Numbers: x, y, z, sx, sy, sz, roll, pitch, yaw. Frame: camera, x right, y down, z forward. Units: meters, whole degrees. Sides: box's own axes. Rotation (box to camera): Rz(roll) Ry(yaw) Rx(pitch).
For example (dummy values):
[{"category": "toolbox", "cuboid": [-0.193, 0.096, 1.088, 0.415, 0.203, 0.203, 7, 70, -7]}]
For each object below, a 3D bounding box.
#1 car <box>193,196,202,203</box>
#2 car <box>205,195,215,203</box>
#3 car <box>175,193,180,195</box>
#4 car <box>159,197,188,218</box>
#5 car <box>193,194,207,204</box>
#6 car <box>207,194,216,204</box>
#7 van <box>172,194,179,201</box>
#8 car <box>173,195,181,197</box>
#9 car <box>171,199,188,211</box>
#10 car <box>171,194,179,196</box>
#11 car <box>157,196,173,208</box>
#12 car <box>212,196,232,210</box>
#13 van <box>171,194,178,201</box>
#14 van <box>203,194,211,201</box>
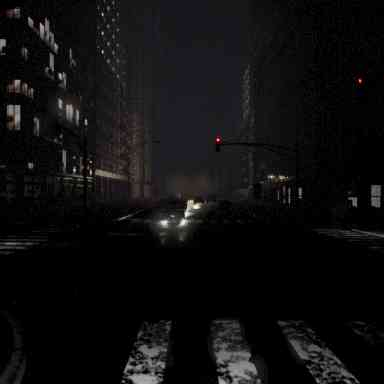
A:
[{"category": "car", "cuboid": [1.172, 1.528, 73.349, 2.033, 1.411, 5.357, 0, 0, 0]}, {"category": "car", "cuboid": [3.744, 1.432, 69.457, 1.967, 1.590, 4.097, 0, 0, 0]}, {"category": "car", "cuboid": [-4.160, 1.426, 74.949, 1.967, 1.590, 4.097, 0, 0, 0]}, {"category": "car", "cuboid": [-1.578, 1.496, 30.791, 1.882, 1.535, 5.008, 0, 0, 2]}, {"category": "car", "cuboid": [1.299, 1.526, 62.038, 1.812, 1.442, 4.674, 0, 0, -1]}, {"category": "car", "cuboid": [3.769, 1.313, 63.929, 2.192, 1.841, 5.009, 0, 0, 0]}, {"category": "van", "cuboid": [-4.210, 1.315, 86.004, 1.690, 1.788, 3.998, 0, 0, 0]}, {"category": "car", "cuboid": [-1.586, 1.608, 52.764, 1.895, 1.301, 4.718, 0, 0, 0]}, {"category": "car", "cuboid": [-1.539, 1.614, 42.567, 1.895, 1.301, 4.718, 0, 0, 0]}, {"category": "car", "cuboid": [-4.111, 1.564, 63.894, 1.947, 1.339, 4.313, 0, 0, 0]}, {"category": "car", "cuboid": [-4.037, 1.593, 47.311, 1.802, 1.307, 4.206, 0, 0, 0]}, {"category": "car", "cuboid": [3.917, 1.579, 41.820, 1.947, 1.339, 4.313, 0, 0, 0]}, {"category": "van", "cuboid": [-4.185, 1.321, 80.477, 1.690, 1.788, 3.998, 0, 0, 0]}, {"category": "van", "cuboid": [3.695, 1.321, 80.512, 1.690, 1.788, 3.998, 0, 0, 0]}]
